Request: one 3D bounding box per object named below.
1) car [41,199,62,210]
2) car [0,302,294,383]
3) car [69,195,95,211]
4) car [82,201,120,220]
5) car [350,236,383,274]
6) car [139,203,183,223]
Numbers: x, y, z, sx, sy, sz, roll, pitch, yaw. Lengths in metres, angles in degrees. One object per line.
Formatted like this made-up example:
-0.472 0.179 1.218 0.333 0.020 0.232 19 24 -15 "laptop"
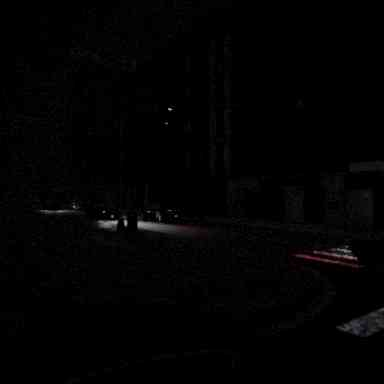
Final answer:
-19.424 1.701 45.994 1.882 1.535 5.008 0 0 -35 "car"
-1.197 1.566 1.959 4.313 1.339 1.947 0 0 -35 "car"
-14.529 1.420 44.041 2.150 2.045 5.566 0 0 -35 "car"
-7.946 1.744 29.710 1.895 1.301 4.718 0 0 -35 "car"
6.931 1.675 8.817 1.895 1.301 4.718 0 0 -35 "car"
-2.623 1.632 27.320 2.128 1.511 4.902 0 0 -35 "car"
